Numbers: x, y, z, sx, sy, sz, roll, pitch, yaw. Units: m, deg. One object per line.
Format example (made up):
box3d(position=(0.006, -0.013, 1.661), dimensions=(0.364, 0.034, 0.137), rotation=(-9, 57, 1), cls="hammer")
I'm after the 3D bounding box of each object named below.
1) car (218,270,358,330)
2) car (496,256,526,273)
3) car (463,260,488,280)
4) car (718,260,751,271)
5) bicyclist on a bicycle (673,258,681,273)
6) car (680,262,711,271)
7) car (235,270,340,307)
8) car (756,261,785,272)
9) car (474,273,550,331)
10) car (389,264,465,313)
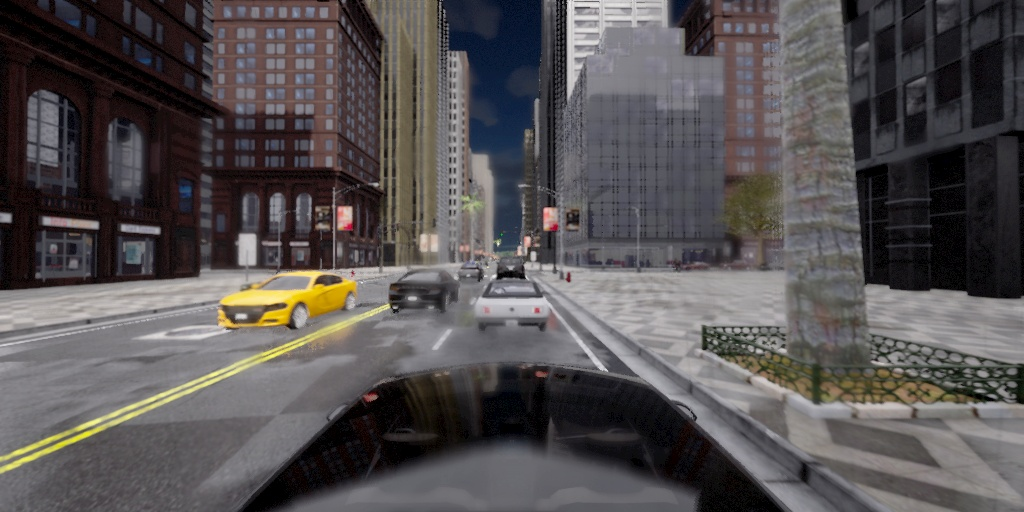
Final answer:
box3d(position=(-6.659, 1.237, 11.309), dimensions=(1.882, 1.535, 5.008), rotation=(0, 0, 0), cls="car")
box3d(position=(-0.084, 1.039, 28.641), dimensions=(2.150, 2.045, 5.566), rotation=(0, 0, 0), cls="car")
box3d(position=(-3.340, 1.318, 29.879), dimensions=(2.128, 1.511, 4.902), rotation=(0, 0, 0), cls="car")
box3d(position=(31.784, 1.302, 51.370), dimensions=(4.097, 1.591, 1.967), rotation=(0, 0, -1), cls="car")
box3d(position=(18.150, 1.051, 39.590), dimensions=(0.582, 1.620, 1.656), rotation=(0, -1, -1), cls="bicyclist on a bicycle")
box3d(position=(26.146, 1.461, 51.246), dimensions=(4.207, 1.307, 1.802), rotation=(0, 0, -1), cls="car")
box3d(position=(-9.941, 1.372, 16.423), dimensions=(1.895, 1.301, 4.718), rotation=(0, 0, 0), cls="car")
box3d(position=(31.966, 1.312, 42.847), dimensions=(4.313, 1.339, 1.948), rotation=(0, 0, -1), cls="car")
box3d(position=(0.027, 1.358, 10.959), dimensions=(1.895, 1.301, 4.718), rotation=(0, 0, 0), cls="car")
box3d(position=(-3.237, 1.242, 14.086), dimensions=(1.882, 1.535, 5.008), rotation=(0, 0, 0), cls="car")
